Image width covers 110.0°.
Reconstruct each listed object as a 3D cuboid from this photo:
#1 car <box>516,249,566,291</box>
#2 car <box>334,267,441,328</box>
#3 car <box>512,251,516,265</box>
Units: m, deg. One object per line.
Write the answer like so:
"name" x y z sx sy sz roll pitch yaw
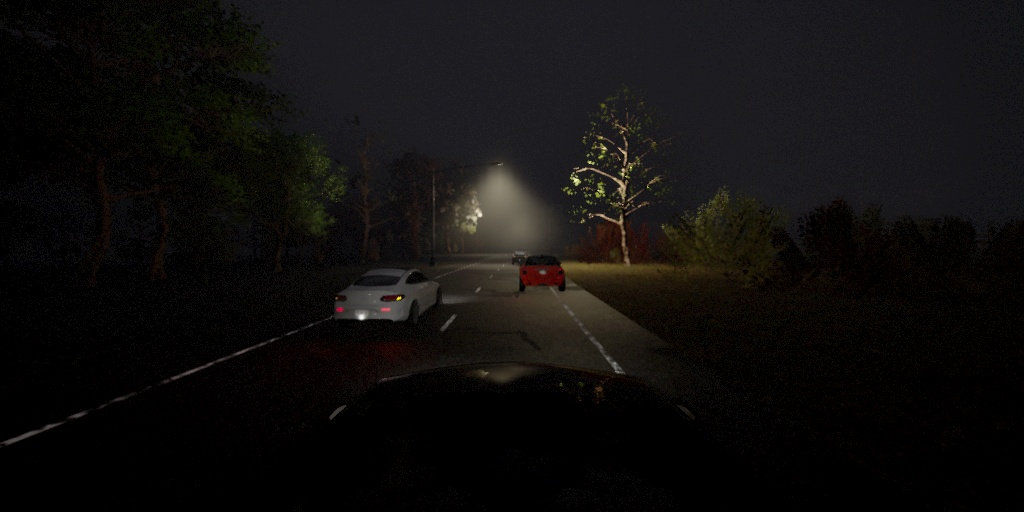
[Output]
"car" 1.400 0.671 17.940 2.097 1.767 4.553 0 2 1
"car" -3.328 1.047 10.303 1.812 1.442 4.674 0 2 1
"car" 0.997 0.180 41.805 2.128 1.511 4.902 0 1 3
